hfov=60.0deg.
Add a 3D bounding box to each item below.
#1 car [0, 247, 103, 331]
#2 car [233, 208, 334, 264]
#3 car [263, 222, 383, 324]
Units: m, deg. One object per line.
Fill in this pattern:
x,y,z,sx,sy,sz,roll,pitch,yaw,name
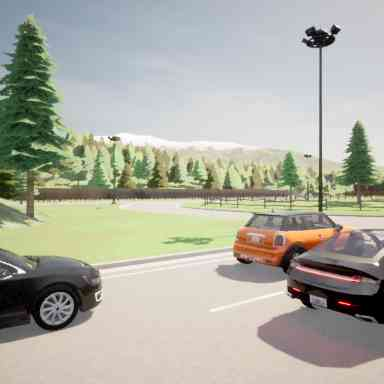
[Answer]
-3.899,1.505,5.265,4.892,1.490,1.837,0,0,-35,car
3.522,1.352,10.575,4.553,1.767,2.097,0,0,-35,car
3.958,1.492,6.600,4.902,1.511,2.128,0,0,-35,car
